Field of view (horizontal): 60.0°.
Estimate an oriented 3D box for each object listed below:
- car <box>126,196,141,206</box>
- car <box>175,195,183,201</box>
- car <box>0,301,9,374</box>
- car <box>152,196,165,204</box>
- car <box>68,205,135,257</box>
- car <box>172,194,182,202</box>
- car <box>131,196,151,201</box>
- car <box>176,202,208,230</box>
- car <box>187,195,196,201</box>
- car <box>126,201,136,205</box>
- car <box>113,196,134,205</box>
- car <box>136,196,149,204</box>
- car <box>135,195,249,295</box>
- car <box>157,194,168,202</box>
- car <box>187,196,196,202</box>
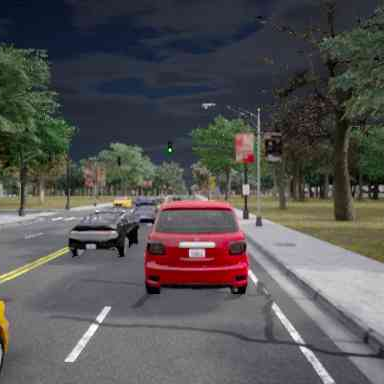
[{"bbox_3d":[-9.901,1.518,56.638,1.837,1.490,4.892,0,0,0],"label":"car"},{"bbox_3d":[-3.357,1.522,86.668,1.895,1.301,4.718,0,0,0],"label":"car"},{"bbox_3d":[-3.152,1.477,2.041,1.882,1.535,5.008,0,0,0],"label":"car"},{"bbox_3d":[-6.614,1.570,65.633,2.033,1.411,5.357,0,0,0],"label":"car"},{"bbox_3d":[-3.164,1.491,12.841,2.128,1.511,4.902,0,0,0],"label":"car"},{"bbox_3d":[-3.344,1.390,76.609,2.097,1.767,4.553,0,0,0],"label":"car"},{"bbox_3d":[-6.654,1.608,45.896,1.895,1.301,4.718,0,0,0],"label":"car"},{"bbox_3d":[0.007,1.477,22.271,1.882,1.535,5.008,0,0,0],"label":"car"},{"bbox_3d":[-0.107,1.452,86.641,2.128,1.511,4.902,0,0,0],"label":"car"},{"bbox_3d":[-3.181,1.564,23.829,1.994,1.385,4.181,0,0,0],"label":"car"},{"bbox_3d":[-9.895,1.485,47.340,1.882,1.535,5.008,0,0,0],"label":"car"},{"bbox_3d":[-9.853,1.528,66.638,1.837,1.490,4.892,0,0,0],"label":"car"},{"bbox_3d":[0.091,1.221,8.825,2.150,2.045,5.566,0,0,0],"label":"car"},{"bbox_3d":[-6.593,1.375,75.866,2.097,1.767,4.553,0,0,0],"label":"car"},{"bbox_3d":[-0.093,1.573,76.226,2.033,1.411,5.357,0,0,0],"label":"car"}]
